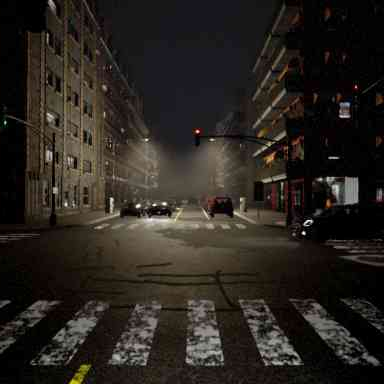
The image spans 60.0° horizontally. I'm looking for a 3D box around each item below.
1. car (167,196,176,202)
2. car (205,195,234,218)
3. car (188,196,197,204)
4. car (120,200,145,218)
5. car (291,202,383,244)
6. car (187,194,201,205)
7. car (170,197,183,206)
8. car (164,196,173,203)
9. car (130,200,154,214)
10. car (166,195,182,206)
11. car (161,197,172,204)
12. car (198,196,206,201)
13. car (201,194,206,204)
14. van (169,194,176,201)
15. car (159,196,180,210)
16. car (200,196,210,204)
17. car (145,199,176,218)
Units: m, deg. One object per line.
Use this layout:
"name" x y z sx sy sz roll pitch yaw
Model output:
"car" -5.226 1.764 85.786 2.008 1.369 4.403 1 0 0
"car" 2.612 1.326 30.201 2.192 1.841 5.009 1 0 0
"car" 0.135 1.600 70.384 1.882 1.535 5.008 0 0 0
"car" -5.272 1.577 30.162 1.947 1.339 4.313 1 0 0
"car" 6.966 1.367 15.352 4.553 1.767 2.097 0 -1 0
"car" 0.159 1.550 59.945 1.882 1.535 5.008 0 0 0
"car" -2.695 1.619 59.603 2.033 1.411 5.357 0 0 0
"car" -5.235 1.671 74.487 1.752 1.417 4.829 1 0 0
"car" -5.267 1.581 35.724 1.947 1.339 4.313 1 0 0
"car" -2.734 1.601 49.242 1.994 1.385 4.181 0 0 1
"car" -5.240 1.667 69.095 2.008 1.369 4.403 1 0 0
"car" 2.659 1.813 91.375 1.947 1.339 4.313 1 0 0
"car" 2.621 1.336 41.326 2.192 1.841 5.009 1 0 0
"van" -5.217 1.589 91.351 1.690 1.788 3.998 1 0 0
"car" -2.796 1.523 39.308 1.837 1.490 4.892 0 0 0
"car" 2.641 1.556 69.124 1.967 1.590 4.097 1 0 0
"car" -2.812 1.575 30.428 1.994 1.385 4.181 0 0 0
